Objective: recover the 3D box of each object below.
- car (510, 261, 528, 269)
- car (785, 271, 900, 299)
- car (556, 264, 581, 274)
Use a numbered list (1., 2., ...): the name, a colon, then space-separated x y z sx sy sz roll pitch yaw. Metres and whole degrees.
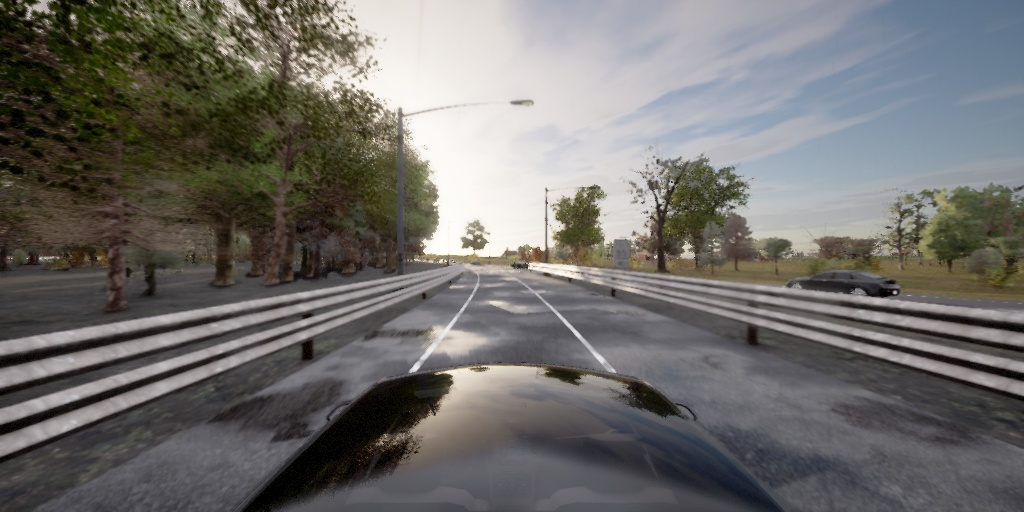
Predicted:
1. car: 1.226 1.621 64.837 1.882 1.535 5.008 2 -1 -20
2. car: 18.005 1.556 19.907 1.837 1.490 4.892 0 0 -21
3. car: 7.529 1.704 47.940 1.994 1.385 4.181 0 0 -21
